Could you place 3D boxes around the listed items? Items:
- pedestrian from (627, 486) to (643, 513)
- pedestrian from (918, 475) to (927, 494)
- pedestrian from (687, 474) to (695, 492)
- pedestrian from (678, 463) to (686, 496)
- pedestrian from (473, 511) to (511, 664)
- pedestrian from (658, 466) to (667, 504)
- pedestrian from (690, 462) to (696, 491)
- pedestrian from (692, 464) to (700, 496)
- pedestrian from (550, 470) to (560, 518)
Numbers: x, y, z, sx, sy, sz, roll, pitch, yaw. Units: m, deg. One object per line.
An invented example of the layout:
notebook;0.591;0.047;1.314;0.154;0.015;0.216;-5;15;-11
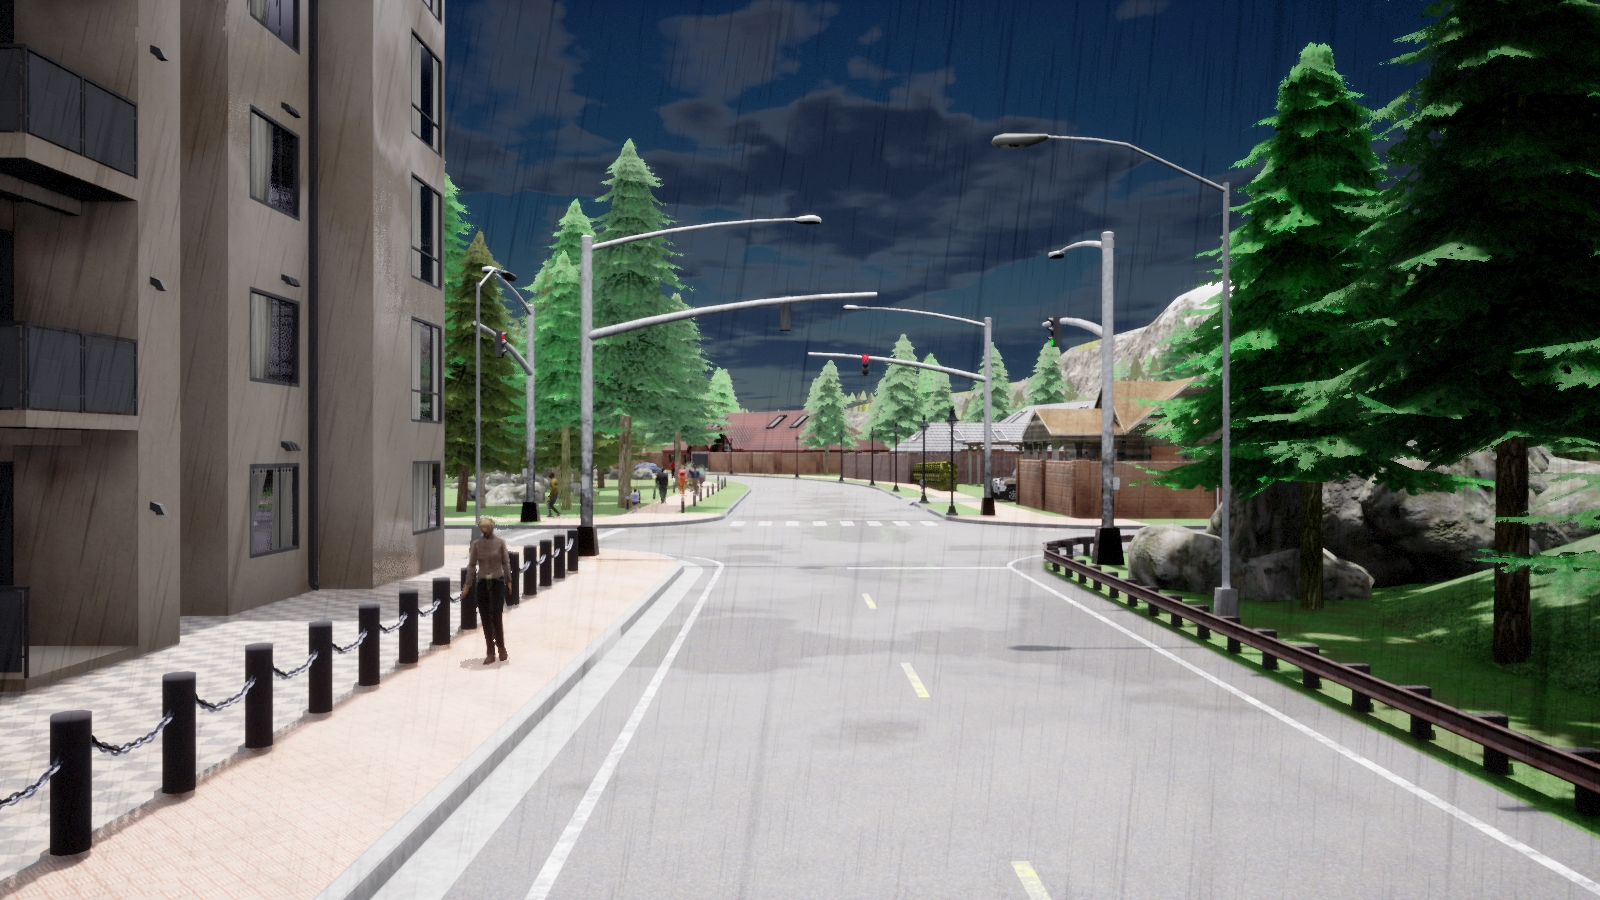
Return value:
pedestrian;-6.885;2.075;47.679;0.500;1.100;0.500;0;0;10
pedestrian;7.444;2.091;69.473;0.500;1.100;0.500;0;0;-3
pedestrian;-6.891;2.087;72.344;0.500;1.100;0.500;0;0;-3
pedestrian;-6.741;1.703;65.469;0.375;1.860;0.375;0;0;6
pedestrian;-3.845;1.704;14.282;0.375;1.860;0.375;0;0;-1
pedestrian;-6.729;1.699;55.972;0.375;1.860;0.375;0;0;0
pedestrian;-6.865;1.708;73.048;0.375;1.860;0.375;0;0;-4
pedestrian;-5.935;1.703;65.096;0.375;1.860;0.375;0;0;2
pedestrian;-9.509;1.702;44.337;0.375;1.860;0.375;0;0;-12
